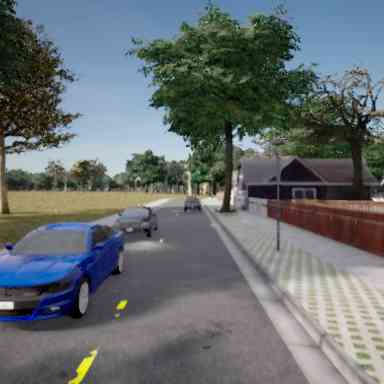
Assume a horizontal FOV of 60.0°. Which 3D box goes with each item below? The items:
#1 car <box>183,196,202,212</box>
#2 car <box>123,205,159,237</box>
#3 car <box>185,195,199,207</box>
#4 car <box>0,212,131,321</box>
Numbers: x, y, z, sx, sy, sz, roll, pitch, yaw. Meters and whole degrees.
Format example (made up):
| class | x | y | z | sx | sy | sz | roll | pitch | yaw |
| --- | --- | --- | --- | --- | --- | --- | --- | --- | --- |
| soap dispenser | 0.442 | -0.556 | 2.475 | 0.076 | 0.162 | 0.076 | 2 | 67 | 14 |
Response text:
| class | x | y | z | sx | sy | sz | roll | pitch | yaw |
| --- | --- | --- | --- | --- | --- | --- | --- | --- | --- |
| car | 0.076 | 1.341 | 36.341 | 2.128 | 1.511 | 4.902 | 0 | 0 | 0 |
| car | -2.846 | 1.465 | 17.650 | 1.812 | 1.442 | 4.674 | 0 | 0 | 0 |
| car | -0.011 | 1.287 | 47.186 | 1.837 | 1.490 | 4.892 | 0 | 1 | 0 |
| car | -2.849 | 1.452 | 7.576 | 1.882 | 1.535 | 5.008 | 0 | 0 | 0 |
